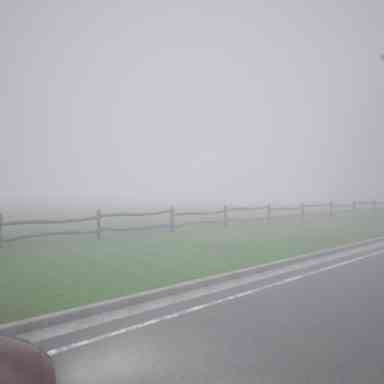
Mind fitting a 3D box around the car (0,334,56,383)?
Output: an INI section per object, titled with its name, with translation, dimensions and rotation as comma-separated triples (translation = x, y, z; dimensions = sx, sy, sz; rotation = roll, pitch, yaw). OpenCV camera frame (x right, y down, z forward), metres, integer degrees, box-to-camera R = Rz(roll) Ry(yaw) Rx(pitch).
[car]
translation = -3.129, 1.530, 1.627
dimensions = 4.674, 1.442, 1.812
rotation = 0, 0, -37
